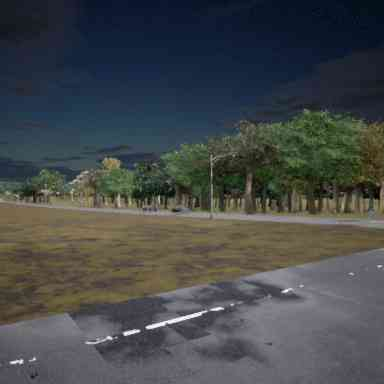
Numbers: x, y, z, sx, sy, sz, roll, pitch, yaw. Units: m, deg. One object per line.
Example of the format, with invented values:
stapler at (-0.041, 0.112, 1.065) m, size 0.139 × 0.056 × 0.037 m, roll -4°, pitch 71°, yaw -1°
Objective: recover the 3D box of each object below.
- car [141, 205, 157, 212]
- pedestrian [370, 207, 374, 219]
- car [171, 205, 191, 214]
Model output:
car at (-9.262, 3.558, 71.755) m, size 1.837 × 1.490 × 4.892 m, roll 1°, pitch -2°, yaw -33°
pedestrian at (19.252, 2.201, 35.553) m, size 0.375 × 1.300 × 0.375 m, roll -2°, pitch 1°, yaw -33°
car at (-2.154, 3.174, 61.095) m, size 2.128 × 1.511 × 4.902 m, roll 1°, pitch -2°, yaw -33°
